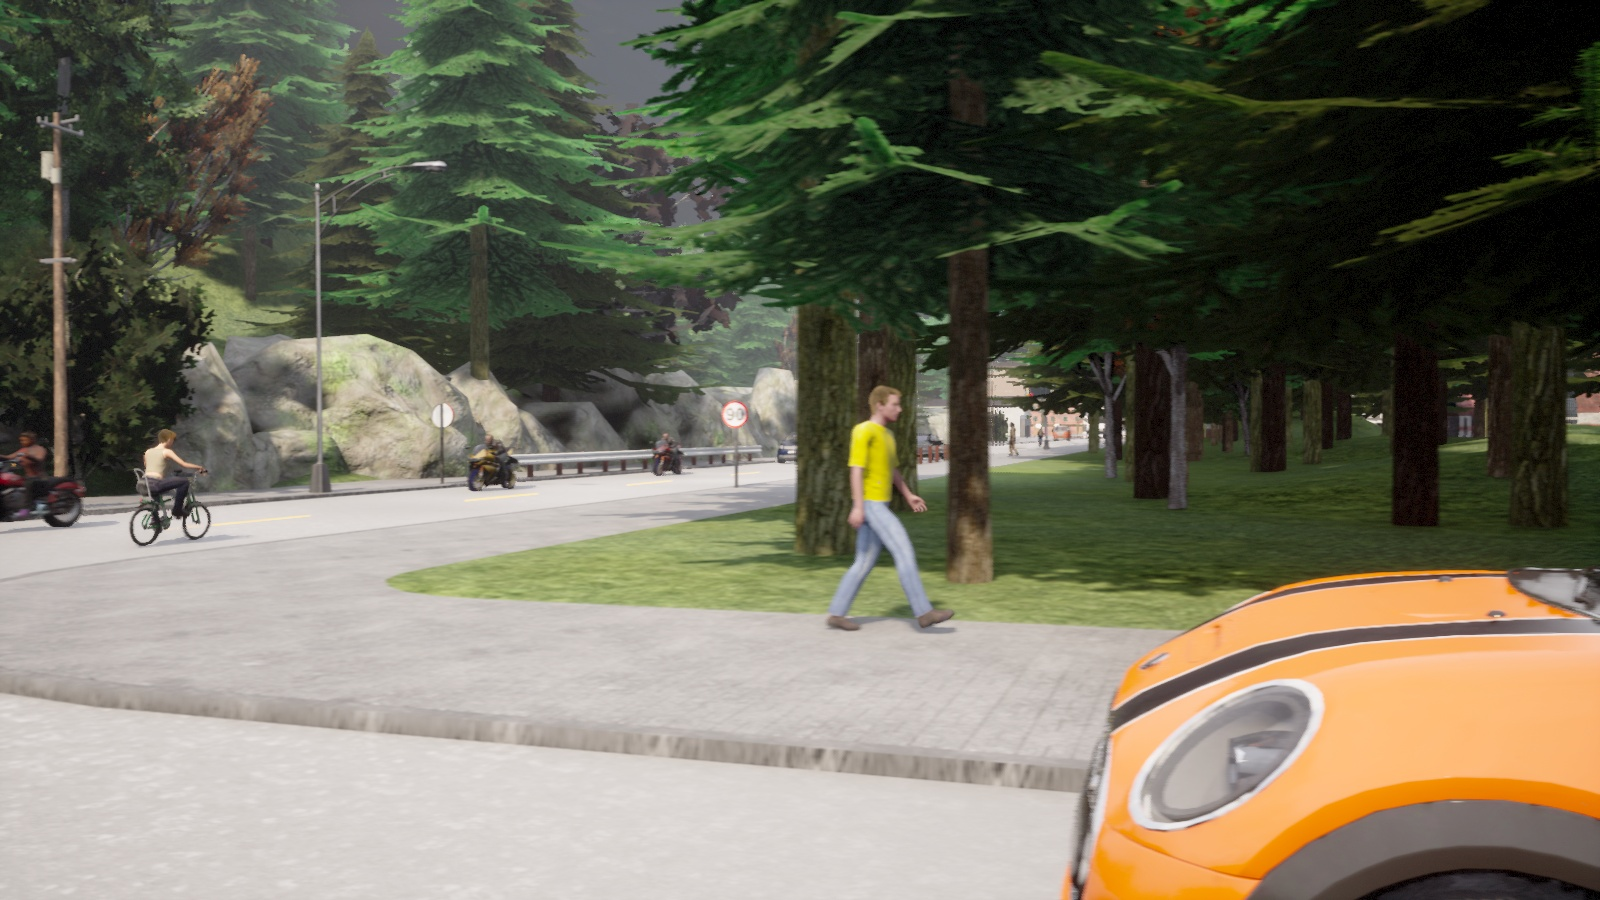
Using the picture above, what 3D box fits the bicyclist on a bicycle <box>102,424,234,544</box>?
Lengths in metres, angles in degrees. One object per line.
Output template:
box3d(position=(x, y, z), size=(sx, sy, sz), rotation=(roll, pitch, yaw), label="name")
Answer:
box3d(position=(-8.885, 0.446, 17.722), size=(0.866, 1.612, 1.509), rotation=(1, 1, 16), label="bicyclist on a bicycle")

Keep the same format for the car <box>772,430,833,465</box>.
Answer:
box3d(position=(0.166, -0.136, 58.540), size=(1.789, 1.549, 3.705), rotation=(1, 1, 18), label="car")

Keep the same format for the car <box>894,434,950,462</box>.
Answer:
box3d(position=(6.270, -0.114, 64.249), size=(1.994, 1.385, 4.181), rotation=(1, 1, 18), label="car")

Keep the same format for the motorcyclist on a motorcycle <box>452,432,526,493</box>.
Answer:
box3d(position=(-8.174, 0.302, 33.080), size=(0.866, 1.530, 2.191), rotation=(1, 1, 18), label="motorcyclist on a motorcycle")

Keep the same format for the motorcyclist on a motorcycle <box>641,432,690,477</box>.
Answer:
box3d(position=(-4.680, 0.144, 43.752), size=(0.866, 1.530, 2.191), rotation=(1, 1, 18), label="motorcyclist on a motorcycle")

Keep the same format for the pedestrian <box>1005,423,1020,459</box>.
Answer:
box3d(position=(11.512, -0.510, 68.110), size=(0.692, 1.930, 0.396), rotation=(1, 1, 31), label="pedestrian")

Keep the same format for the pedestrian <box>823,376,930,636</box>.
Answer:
box3d(position=(0.560, 0.392, 9.135), size=(0.706, 1.836, 0.354), rotation=(1, 1, 18), label="pedestrian")

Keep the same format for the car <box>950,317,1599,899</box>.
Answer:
box3d(position=(2.793, 0.651, 2.785), size=(4.553, 1.767, 2.097), rotation=(1, 1, 18), label="car")

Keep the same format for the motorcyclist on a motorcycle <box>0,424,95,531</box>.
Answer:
box3d(position=(-12.481, 0.411, 19.912), size=(0.766, 1.649, 2.350), rotation=(1, 1, 18), label="motorcyclist on a motorcycle")
